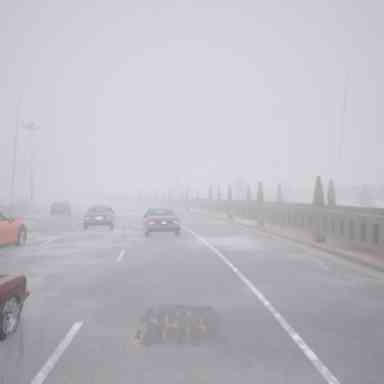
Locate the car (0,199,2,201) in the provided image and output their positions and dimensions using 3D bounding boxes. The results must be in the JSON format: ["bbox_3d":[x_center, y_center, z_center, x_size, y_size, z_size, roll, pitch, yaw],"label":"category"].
[{"bbox_3d":[-24.241,1.614,41.142,1.812,1.442,4.674,0,0,-27],"label":"car"}]

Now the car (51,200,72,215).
[{"bbox_3d":[-13.344,1.540,33.986,2.128,1.511,4.902,0,0,-20],"label":"car"}]

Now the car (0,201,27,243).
[{"bbox_3d":[-7.972,1.381,12.466,2.097,1.767,4.553,0,0,-7],"label":"car"}]

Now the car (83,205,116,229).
[{"bbox_3d":[-6.037,1.569,21.873,2.033,1.411,5.357,0,0,-13],"label":"car"}]

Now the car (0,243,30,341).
[{"bbox_3d":[-3.611,1.614,3.544,1.895,1.301,4.718,0,0,-2],"label":"car"}]

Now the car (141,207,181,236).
[{"bbox_3d":[-1.823,1.553,18.699,2.033,1.411,5.357,0,0,-11],"label":"car"}]
